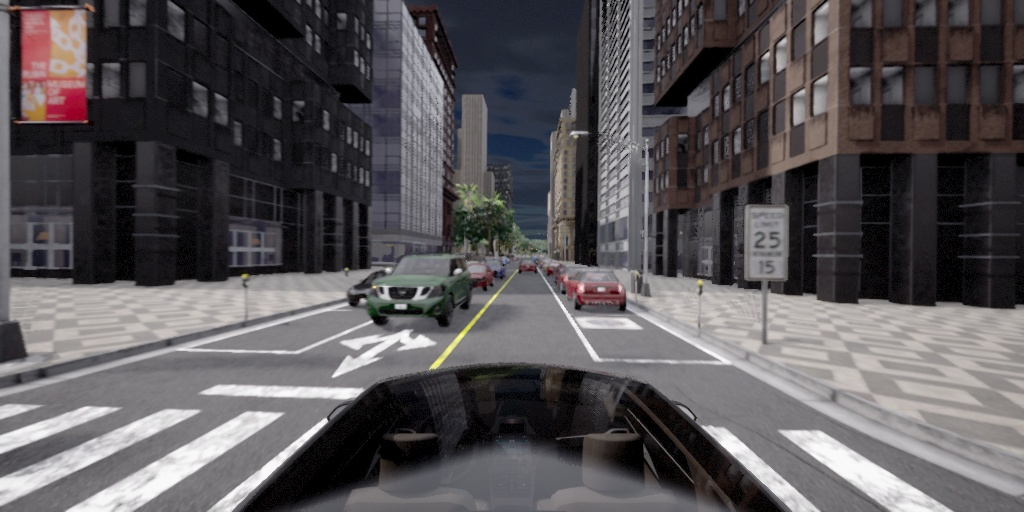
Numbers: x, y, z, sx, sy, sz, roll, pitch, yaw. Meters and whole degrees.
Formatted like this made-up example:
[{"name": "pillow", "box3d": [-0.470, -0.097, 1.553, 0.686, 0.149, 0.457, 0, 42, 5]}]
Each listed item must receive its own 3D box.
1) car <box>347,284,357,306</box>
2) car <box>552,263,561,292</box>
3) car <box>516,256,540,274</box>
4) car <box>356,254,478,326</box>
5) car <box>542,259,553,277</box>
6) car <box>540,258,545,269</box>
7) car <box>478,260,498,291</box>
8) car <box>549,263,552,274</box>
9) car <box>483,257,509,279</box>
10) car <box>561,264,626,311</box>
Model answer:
[{"name": "car", "box3d": [-5.228, 1.259, 15.172, 1.948, 1.339, 4.313, 0, 0, 3]}, {"name": "car", "box3d": [3.552, 1.219, 20.171, 1.967, 1.591, 4.097, 0, 0, 3]}, {"name": "car", "box3d": [1.843, 1.106, 41.572, 2.097, 1.767, 4.553, 1, 0, 3]}, {"name": "car", "box3d": [-2.707, 0.943, 11.915, 2.150, 2.045, 5.566, 1, 0, 3]}, {"name": "car", "box3d": [4.348, 1.325, 36.426, 1.888, 1.381, 4.507, 0, 0, 3]}, {"name": "car", "box3d": [4.887, 1.309, 47.433, 1.751, 1.417, 4.829, 0, 0, 3]}, {"name": "car", "box3d": [-2.207, 1.198, 21.894, 1.882, 1.535, 5.008, 1, 0, 3]}, {"name": "car", "box3d": [3.817, 1.361, 25.589, 1.802, 1.307, 4.207, 0, 0, 3]}, {"name": "car", "box3d": [-1.669, 1.073, 31.638, 2.097, 1.767, 4.553, 1, 0, 3]}, {"name": "car", "box3d": [3.287, 1.219, 14.753, 1.967, 1.591, 4.097, 0, 0, 3]}]
